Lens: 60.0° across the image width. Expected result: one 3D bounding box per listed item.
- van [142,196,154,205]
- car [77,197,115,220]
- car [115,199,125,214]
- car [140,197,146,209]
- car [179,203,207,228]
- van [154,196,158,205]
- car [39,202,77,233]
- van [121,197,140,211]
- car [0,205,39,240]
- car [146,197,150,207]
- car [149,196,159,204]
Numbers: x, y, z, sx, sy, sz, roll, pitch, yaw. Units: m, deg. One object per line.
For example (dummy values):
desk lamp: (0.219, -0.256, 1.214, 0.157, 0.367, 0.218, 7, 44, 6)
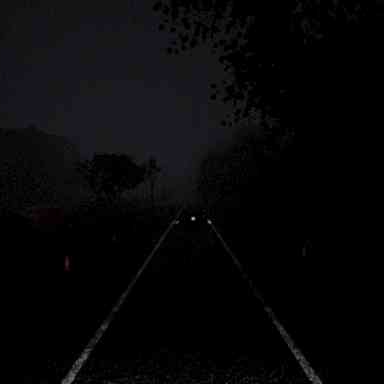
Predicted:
van: (-9.152, 1.870, 65.241, 1.878, 1.987, 4.442, 0, -2, -3)
car: (-9.074, 1.429, 29.819, 2.435, 2.045, 5.566, 0, -1, 1)
car: (-9.089, 1.792, 36.560, 2.002, 1.452, 4.674, 0, -1, 0)
car: (-9.125, 1.943, 53.215, 2.231, 1.521, 4.892, 0, -2, -2)
car: (0.076, 1.766, 24.112, 1.994, 1.385, 4.181, 0, -1, 0)
van: (-9.327, 1.994, 75.190, 1.878, 1.987, 4.442, 0, -2, -2)
car: (-9.054, 1.530, 19.932, 2.097, 1.535, 5.008, 0, -1, 2)
van: (-9.118, 1.667, 47.533, 1.878, 1.987, 4.442, 0, -1, 2)
car: (-9.041, 1.477, 14.385, 2.097, 1.535, 5.008, 0, -1, 2)
car: (-9.136, 2.043, 58.725, 2.163, 1.488, 4.792, 0, -2, -2)
car: (-10.480, 2.168, 91.963, 2.435, 2.045, 5.566, 1, -2, -9)
